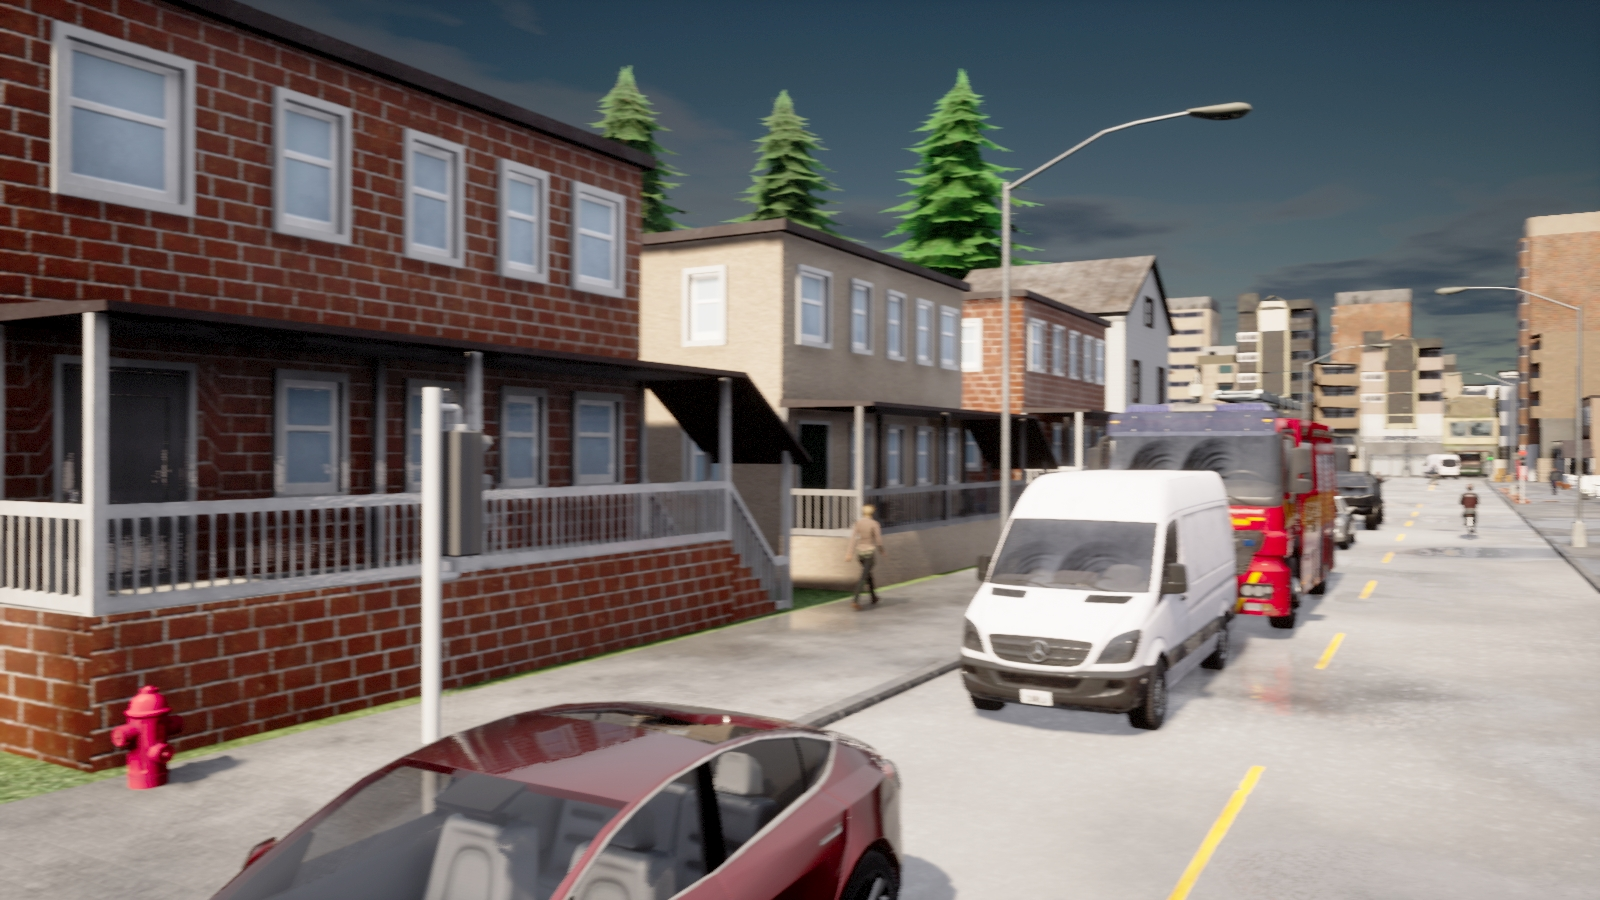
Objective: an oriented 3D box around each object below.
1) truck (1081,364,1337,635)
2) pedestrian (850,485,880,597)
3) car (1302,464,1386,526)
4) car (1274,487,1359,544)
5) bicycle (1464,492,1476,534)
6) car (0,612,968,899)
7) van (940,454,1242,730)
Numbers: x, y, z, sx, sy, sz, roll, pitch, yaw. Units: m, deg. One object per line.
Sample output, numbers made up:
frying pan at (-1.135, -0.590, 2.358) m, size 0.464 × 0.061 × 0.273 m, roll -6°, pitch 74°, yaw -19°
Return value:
truck at (7.695, 0.703, 20.566) m, size 2.891 × 3.827 × 8.468 m, roll 0°, pitch 0°, yaw 30°
pedestrian at (1.109, 1.538, 19.395) m, size 0.375 × 1.860 × 0.375 m, roll 0°, pitch 0°, yaw 30°
car at (20.661, 1.614, 43.241) m, size 2.390 × 2.098 × 6.274 m, roll 0°, pitch 0°, yaw 30°
car at (15.529, 1.906, 34.272) m, size 1.970 × 1.475 × 3.806 m, roll 0°, pitch 0°, yaw 30°
bicycle at (21.640, 2.020, 36.906) m, size 0.329 × 1.271 × 1.835 m, roll 0°, pitch 0°, yaw 30°
car at (-1.148, 1.843, 5.137) m, size 2.163 × 1.488 × 4.792 m, roll 0°, pitch 0°, yaw 30°
van at (3.767, 1.333, 13.712) m, size 1.988 × 2.561 × 5.915 m, roll 0°, pitch 0°, yaw 30°
